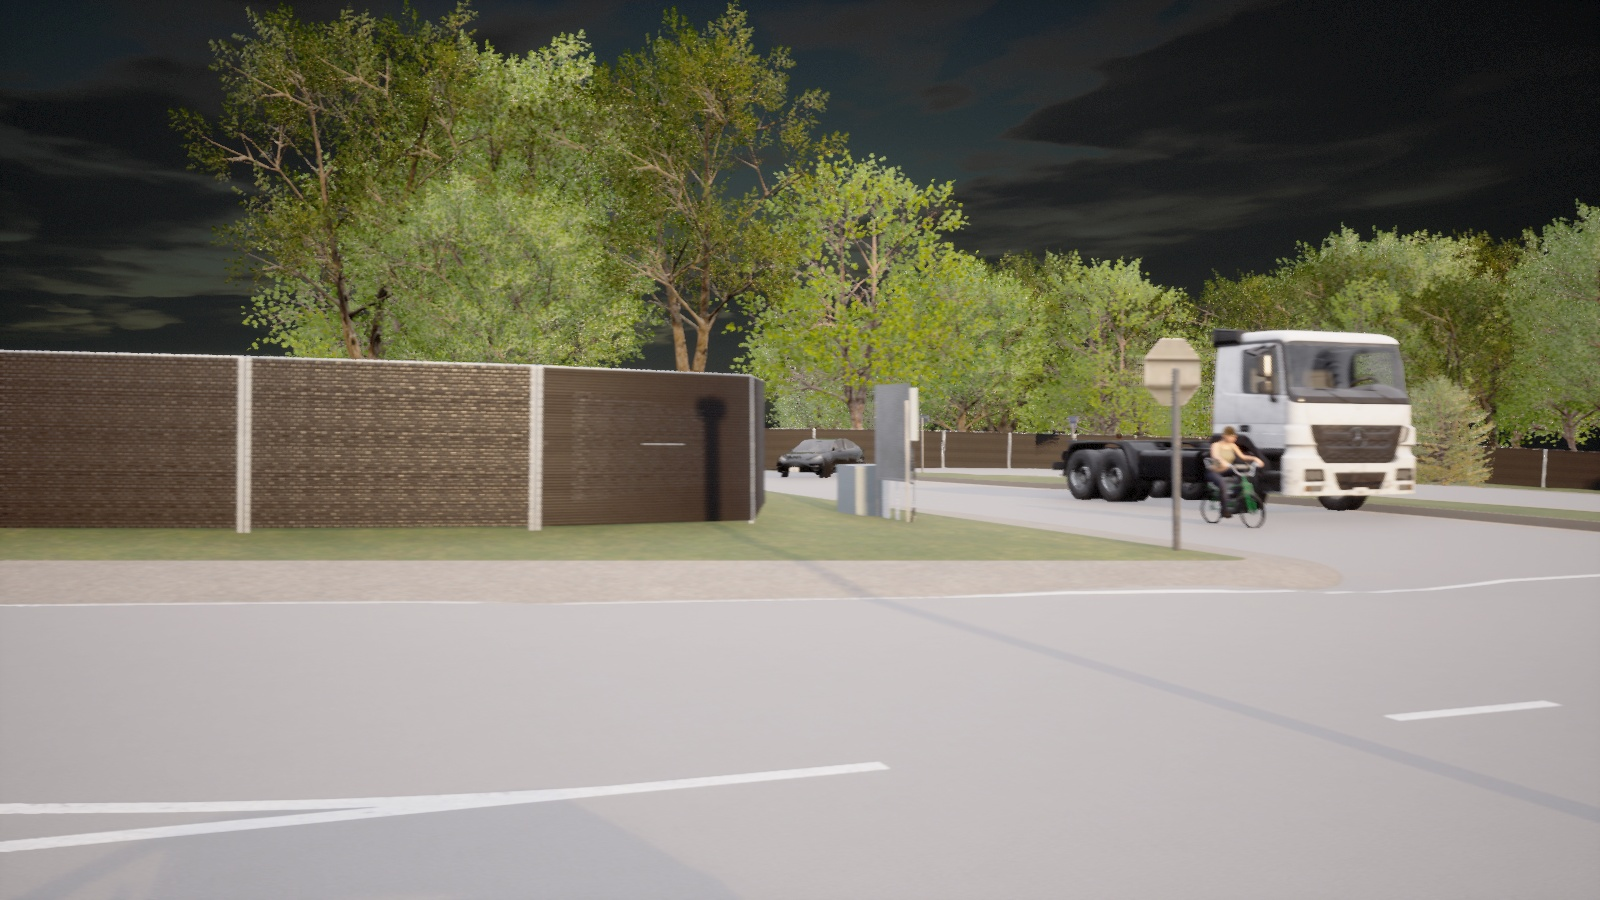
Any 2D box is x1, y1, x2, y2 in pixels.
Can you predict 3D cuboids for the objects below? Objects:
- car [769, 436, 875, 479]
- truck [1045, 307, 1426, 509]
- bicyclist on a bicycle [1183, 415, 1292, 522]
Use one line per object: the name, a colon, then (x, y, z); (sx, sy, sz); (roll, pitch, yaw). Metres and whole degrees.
car: (0.903, 0.258, 47.549); (2.163, 1.488, 4.792); (-2, 0, 26)
truck: (8.462, -0.770, 25.766); (2.891, 3.462, 7.936); (-1, 1, -21)
bicyclist on a bicycle: (6.965, 0.272, 20.062); (0.866, 1.612, 1.509); (-2, 1, -21)
